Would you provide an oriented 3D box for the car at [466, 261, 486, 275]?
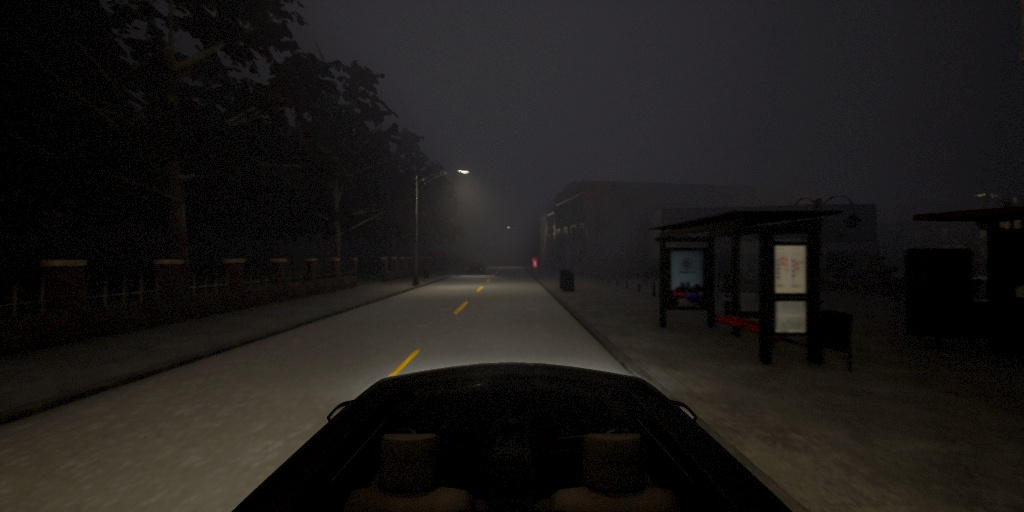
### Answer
[{"bbox_3d":[-4.093,1.334,41.449,1.882,1.535,5.008,0,0,0],"label":"car"}]
